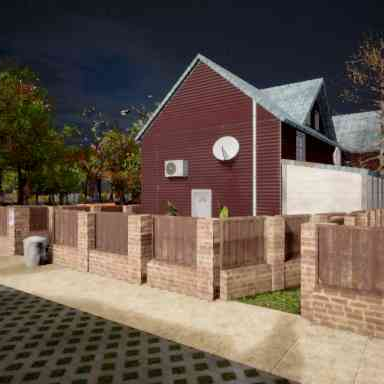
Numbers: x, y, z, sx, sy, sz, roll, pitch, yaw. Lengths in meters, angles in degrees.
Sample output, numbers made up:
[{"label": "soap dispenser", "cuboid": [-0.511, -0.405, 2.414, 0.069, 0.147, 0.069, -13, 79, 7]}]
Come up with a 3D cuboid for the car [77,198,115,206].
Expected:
[{"label": "car", "cuboid": [-9.618, 1.434, 32.460, 2.097, 1.767, 4.553, 0, 0, 35]}]

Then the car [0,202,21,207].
[{"label": "car", "cuboid": [-14.847, 1.556, 25.082, 1.837, 1.490, 4.892, 0, 0, 35]}]
